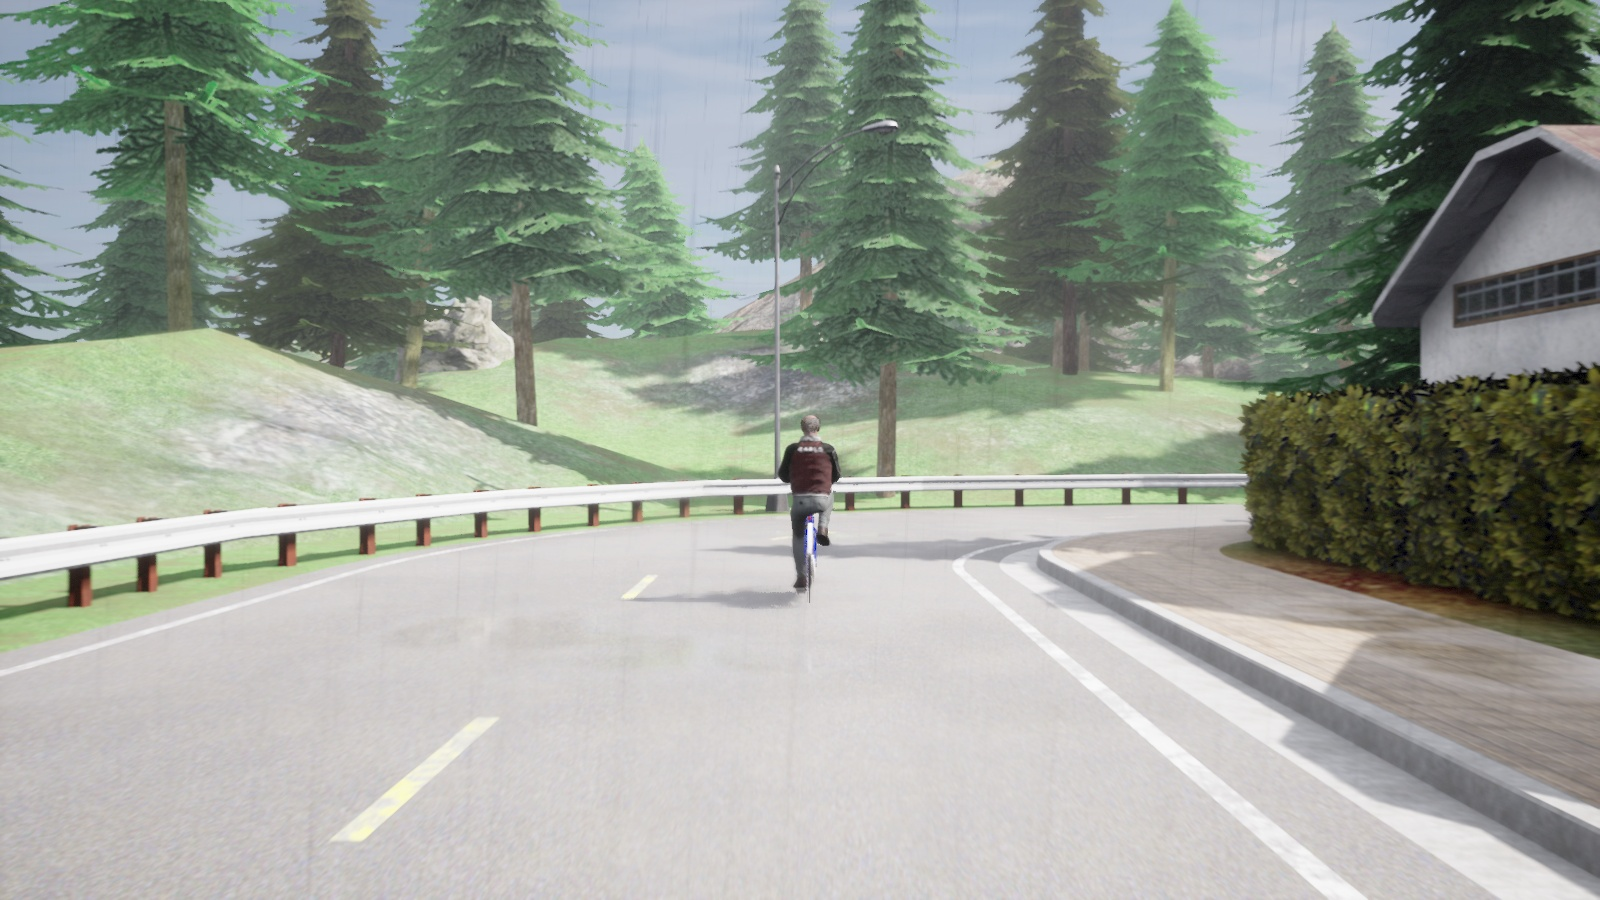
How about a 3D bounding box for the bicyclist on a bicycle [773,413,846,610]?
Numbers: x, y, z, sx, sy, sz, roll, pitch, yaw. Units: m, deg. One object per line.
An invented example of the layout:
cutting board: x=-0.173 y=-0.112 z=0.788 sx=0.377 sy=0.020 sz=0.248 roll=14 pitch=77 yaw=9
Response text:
bicyclist on a bicycle: x=0.107 y=0.546 z=12.281 sx=0.659 sy=1.776 sz=1.843 roll=0 pitch=1 yaw=1
